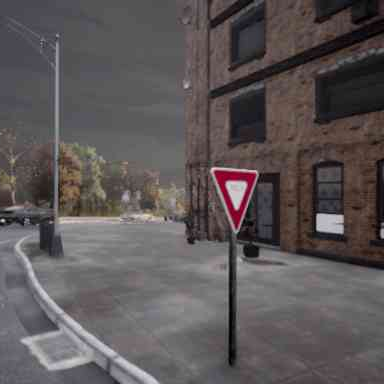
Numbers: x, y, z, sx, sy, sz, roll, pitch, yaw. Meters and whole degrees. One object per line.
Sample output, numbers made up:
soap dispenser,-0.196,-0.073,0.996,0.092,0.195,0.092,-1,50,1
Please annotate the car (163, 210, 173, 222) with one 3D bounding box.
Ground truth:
car,-2.130,3.189,44.074,1.837,1.490,4.892,0,-4,21

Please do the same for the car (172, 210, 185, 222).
car,-0.167,3.046,40.551,2.002,1.452,4.674,2,-3,21

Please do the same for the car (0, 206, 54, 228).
car,-11.981,1.789,24.496,1.837,1.490,4.892,0,-3,12

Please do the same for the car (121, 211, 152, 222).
car,-6.708,2.998,41.216,1.895,1.301,4.718,0,-4,21
